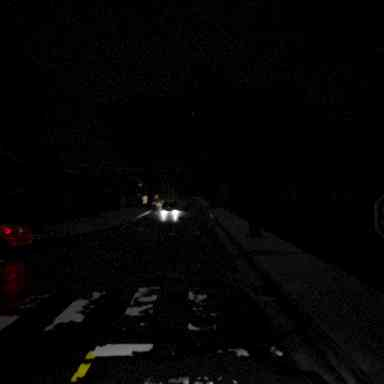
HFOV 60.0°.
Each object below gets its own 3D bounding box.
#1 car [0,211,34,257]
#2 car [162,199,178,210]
[{"bbox_3d":[-8.788,1.571,12.924,4.553,1.767,2.097,-1,-2,-1],"label":"car"},{"bbox_3d":[-2.830,1.612,43.024,1.895,1.301,4.718,0,0,0],"label":"car"}]
